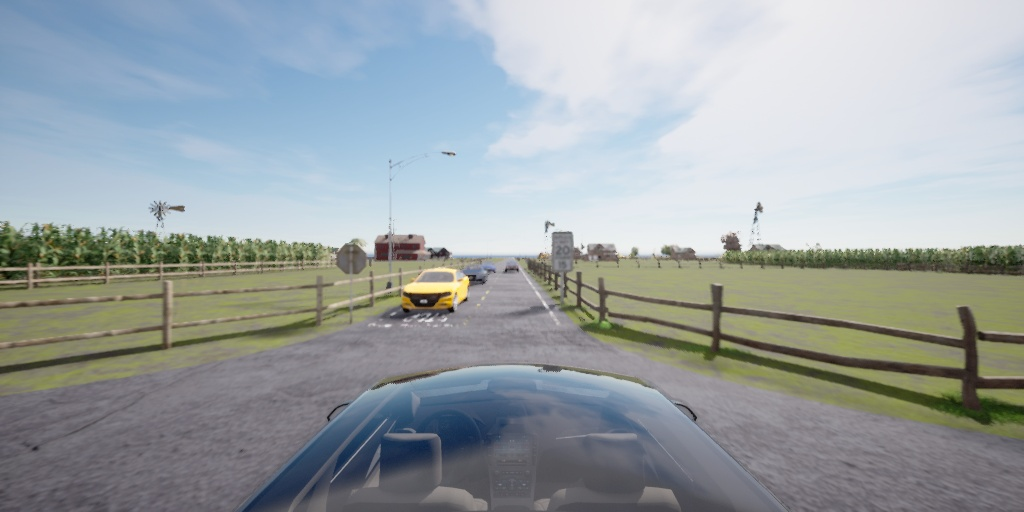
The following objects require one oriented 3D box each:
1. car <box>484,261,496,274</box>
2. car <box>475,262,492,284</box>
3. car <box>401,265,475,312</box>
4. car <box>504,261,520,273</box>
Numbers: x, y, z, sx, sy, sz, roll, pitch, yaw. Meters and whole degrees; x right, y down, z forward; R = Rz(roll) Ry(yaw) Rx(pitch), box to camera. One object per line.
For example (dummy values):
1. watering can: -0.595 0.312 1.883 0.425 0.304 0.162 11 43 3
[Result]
1. car: -2.809 1.332 42.211 1.812 1.442 4.674 0 0 0
2. car: -2.839 1.350 26.893 1.994 1.385 4.181 0 0 0
3. car: -2.881 1.246 14.458 1.882 1.535 5.008 0 0 1
4. car: 0.011 1.358 45.644 2.033 1.411 5.357 0 0 0
